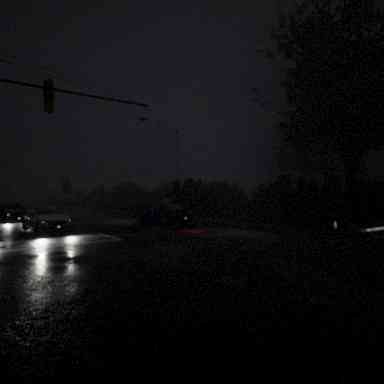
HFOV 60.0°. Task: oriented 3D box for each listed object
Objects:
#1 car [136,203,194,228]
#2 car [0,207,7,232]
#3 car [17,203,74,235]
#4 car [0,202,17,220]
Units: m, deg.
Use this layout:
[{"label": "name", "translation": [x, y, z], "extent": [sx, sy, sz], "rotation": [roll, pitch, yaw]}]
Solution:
[{"label": "car", "translation": [-1.938, 1.454, 22.324], "extent": [1.882, 1.535, 5.008], "rotation": [0, 0, -39]}, {"label": "car", "translation": [-11.135, 1.546, 16.847], "extent": [2.033, 1.411, 5.357], "rotation": [0, 0, -39]}, {"label": "car", "translation": [-8.303, 1.517, 18.912], "extent": [1.812, 1.442, 4.674], "rotation": [0, 0, -39]}, {"label": "car", "translation": [-14.261, 1.539, 26.335], "extent": [2.033, 1.411, 5.357], "rotation": [0, 0, -39]}]
